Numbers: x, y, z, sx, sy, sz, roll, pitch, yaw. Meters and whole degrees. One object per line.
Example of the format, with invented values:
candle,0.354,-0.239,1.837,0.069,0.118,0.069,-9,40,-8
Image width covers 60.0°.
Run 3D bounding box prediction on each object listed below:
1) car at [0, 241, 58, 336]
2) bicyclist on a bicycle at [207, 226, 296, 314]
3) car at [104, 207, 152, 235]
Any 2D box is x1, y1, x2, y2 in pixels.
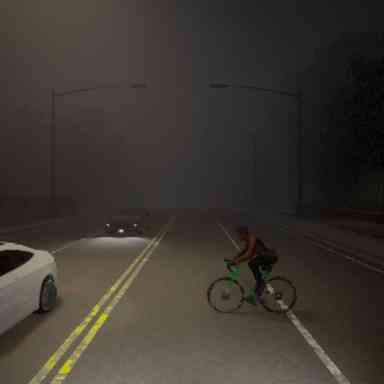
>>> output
car,-3.554,1.525,4.863,1.812,1.442,4.674,0,0,0
bicyclist on a bicycle,1.100,1.452,6.133,1.656,1.620,0.582,0,0,0
car,-3.450,1.548,19.068,2.033,1.411,5.357,0,0,1
